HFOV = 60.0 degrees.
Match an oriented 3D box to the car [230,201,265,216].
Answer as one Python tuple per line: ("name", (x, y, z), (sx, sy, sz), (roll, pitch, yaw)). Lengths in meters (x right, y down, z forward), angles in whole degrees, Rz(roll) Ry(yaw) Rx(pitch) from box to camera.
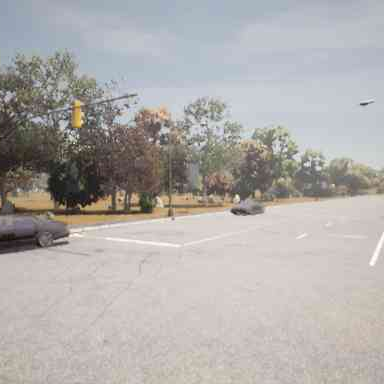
("car", (5.731, 1.568, 33.526), (2.033, 1.411, 5.357), (0, 0, 32))

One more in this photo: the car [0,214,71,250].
("car", (-7.351, 1.570, 12.787), (2.033, 1.411, 5.357), (0, 0, 32))
